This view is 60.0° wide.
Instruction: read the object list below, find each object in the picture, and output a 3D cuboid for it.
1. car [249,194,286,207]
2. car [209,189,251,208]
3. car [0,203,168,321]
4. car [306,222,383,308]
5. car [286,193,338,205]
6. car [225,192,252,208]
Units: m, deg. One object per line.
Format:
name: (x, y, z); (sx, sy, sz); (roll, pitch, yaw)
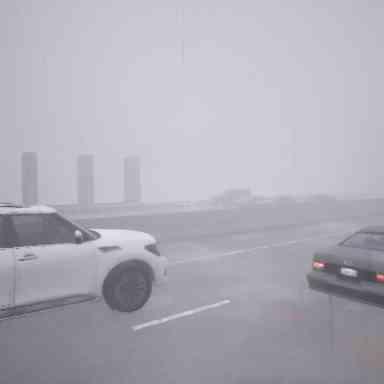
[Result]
car: (8.382, 0.993, 31.968); (5.357, 1.411, 2.033); (-2, 1, -37)
car: (4.541, 0.661, 37.832); (5.566, 2.045, 2.150); (-2, 1, -37)
car: (-3.151, 1.207, 5.818); (5.566, 2.045, 2.150); (-2, 1, -36)
car: (4.720, 1.373, 7.219); (5.357, 1.411, 2.033); (-2, 1, -36)
car: (10.977, 0.907, 29.533); (5.008, 1.535, 1.882); (-2, 1, -37)
car: (6.353, 0.994, 34.821); (5.357, 1.411, 2.033); (-2, 1, -37)
